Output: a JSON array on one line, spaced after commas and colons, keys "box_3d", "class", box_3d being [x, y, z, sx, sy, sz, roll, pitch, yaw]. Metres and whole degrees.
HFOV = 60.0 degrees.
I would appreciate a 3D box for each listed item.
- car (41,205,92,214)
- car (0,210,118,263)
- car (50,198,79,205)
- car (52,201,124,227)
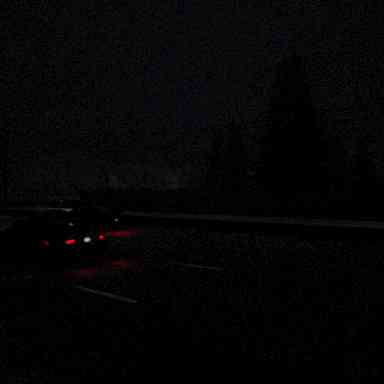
[{"box_3d": [-7.762, 1.637, 18.120, 4.181, 1.385, 1.994, 0, 0, 36], "class": "car"}, {"box_3d": [-5.400, 1.597, 12.132, 5.357, 1.411, 2.033, 0, 0, 36], "class": "car"}, {"box_3d": [-21.406, 1.745, 56.096, 4.674, 1.442, 1.812, 0, 0, -27], "class": "car"}, {"box_3d": [-6.611, 1.556, 21.600, 5.008, 1.535, 1.882, 0, 0, 36], "class": "car"}]
